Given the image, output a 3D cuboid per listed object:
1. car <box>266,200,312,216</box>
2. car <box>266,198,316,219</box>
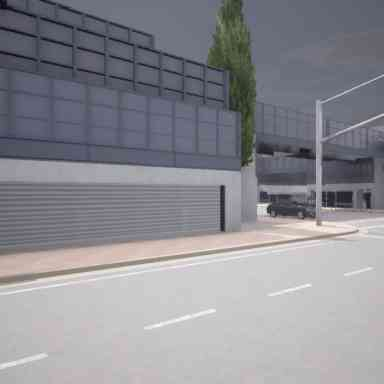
[{"bbox_3d":[9.691,1.564,33.481,1.994,1.385,4.181,0,0,-37],"label":"car"},{"bbox_3d":[8.723,1.505,28.929,1.837,1.490,4.892,0,0,-37],"label":"car"}]
